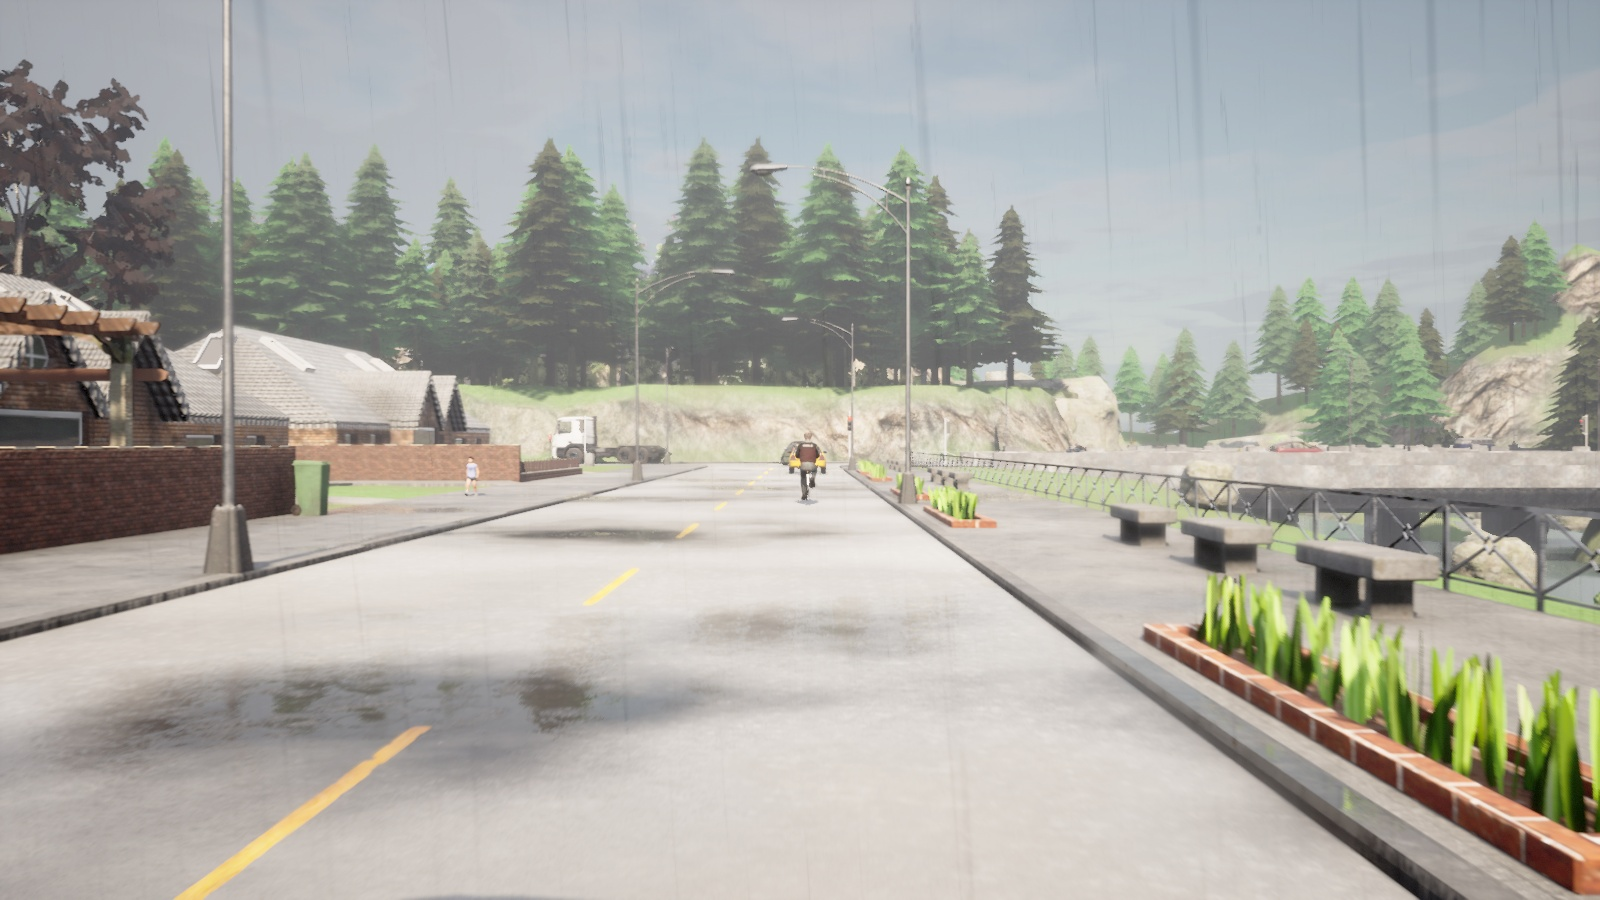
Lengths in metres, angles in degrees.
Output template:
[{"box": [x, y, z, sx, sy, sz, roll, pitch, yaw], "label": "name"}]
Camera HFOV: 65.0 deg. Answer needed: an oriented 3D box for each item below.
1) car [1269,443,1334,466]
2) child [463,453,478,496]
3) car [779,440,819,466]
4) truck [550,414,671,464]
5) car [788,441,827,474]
[{"box": [33.843, 0.275, 84.770, 3.705, 1.549, 1.789, 0, 0, 0], "label": "car"}, {"box": [-8.579, 0.645, 32.710, 0.255, 1.110, 0.394, 0, 0, 5], "label": "child"}, {"box": [-0.108, 0.187, 81.162, 1.851, 1.617, 3.988, 0, 0, -11], "label": "car"}, {"box": [-13.383, -0.746, 88.690, 7.936, 3.462, 2.891, 0, 0, 13], "label": "truck"}, {"box": [0.369, 0.339, 61.499, 1.801, 1.575, 5.366, 0, 0, 0], "label": "car"}]
